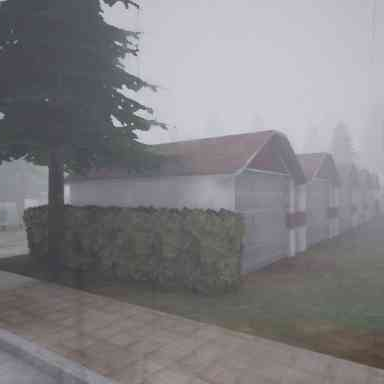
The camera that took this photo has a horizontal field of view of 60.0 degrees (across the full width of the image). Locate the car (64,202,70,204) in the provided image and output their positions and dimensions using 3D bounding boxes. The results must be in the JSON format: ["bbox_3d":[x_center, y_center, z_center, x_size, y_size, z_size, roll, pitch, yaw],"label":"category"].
[{"bbox_3d":[-8.662,1.727,24.855,2.150,2.045,5.566,-1,-1,36],"label":"car"}]
